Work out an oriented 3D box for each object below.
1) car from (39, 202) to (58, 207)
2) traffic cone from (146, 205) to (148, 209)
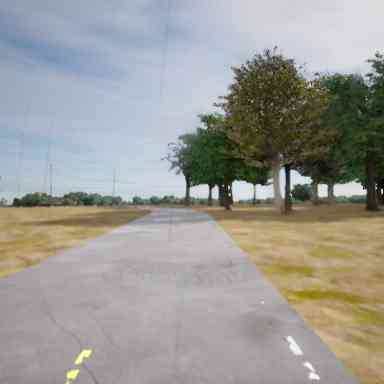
[{"bbox_3d":[-36.602,3.245,85.010,4.718,1.301,1.895,-2,-4,15],"label":"car"},{"bbox_3d":[-7.618,2.536,56.645,0.340,0.580,0.340,1,-1,-22],"label":"traffic cone"}]
